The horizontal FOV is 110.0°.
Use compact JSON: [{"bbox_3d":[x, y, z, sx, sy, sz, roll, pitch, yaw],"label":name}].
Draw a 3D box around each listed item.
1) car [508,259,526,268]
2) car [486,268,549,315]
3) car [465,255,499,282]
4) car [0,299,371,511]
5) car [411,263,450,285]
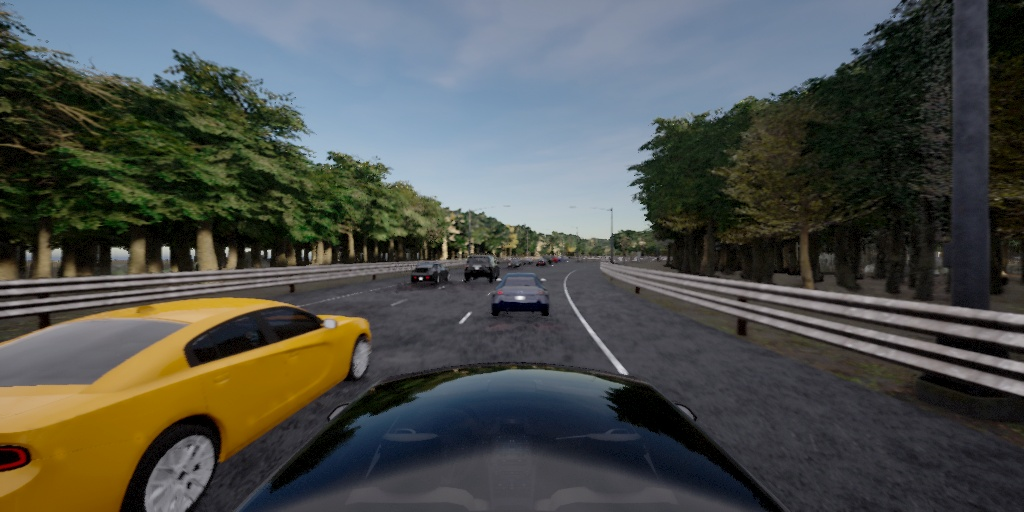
[{"bbox_3d":[0.552,1.324,56.639,1.895,1.301,4.718,0,0,8],"label":"car"},{"bbox_3d":[0.337,1.317,13.533,1.994,1.385,4.181,0,0,2],"label":"car"},{"bbox_3d":[-2.299,0.976,28.582,2.150,2.045,5.566,0,0,4],"label":"car"},{"bbox_3d":[-3.364,1.226,4.130,1.882,1.535,5.008,0,0,1],"label":"car"},{"bbox_3d":[-5.942,1.256,26.522,1.837,1.490,4.892,0,0,4],"label":"car"}]
